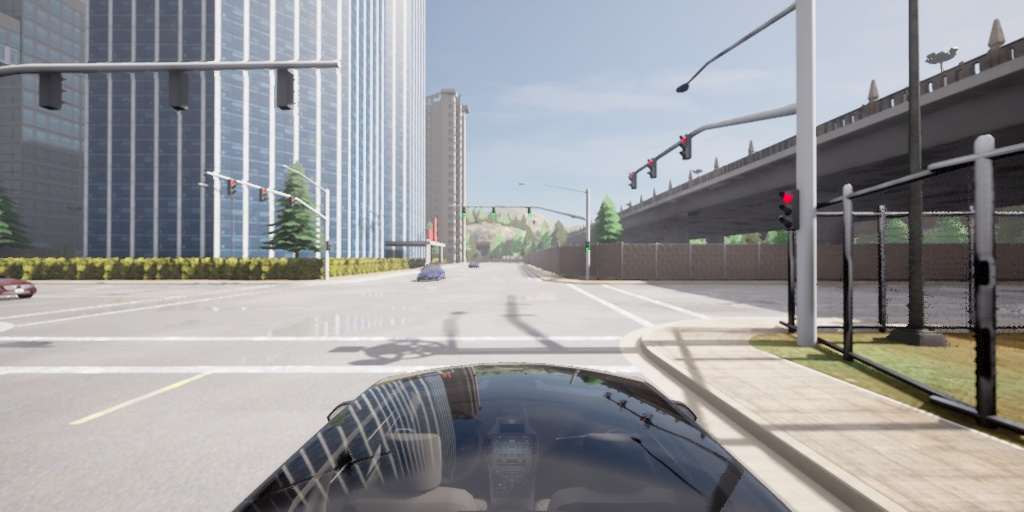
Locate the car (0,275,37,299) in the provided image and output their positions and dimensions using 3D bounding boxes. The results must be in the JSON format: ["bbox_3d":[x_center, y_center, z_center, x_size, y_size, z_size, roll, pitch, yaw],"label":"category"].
[{"bbox_3d":[-26.158,1.423,17.338,4.674,1.442,1.812,0,0,0],"label":"car"}]

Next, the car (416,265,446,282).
[{"bbox_3d":[-7.011,1.515,31.640,1.812,1.442,4.674,0,1,0],"label":"car"}]
